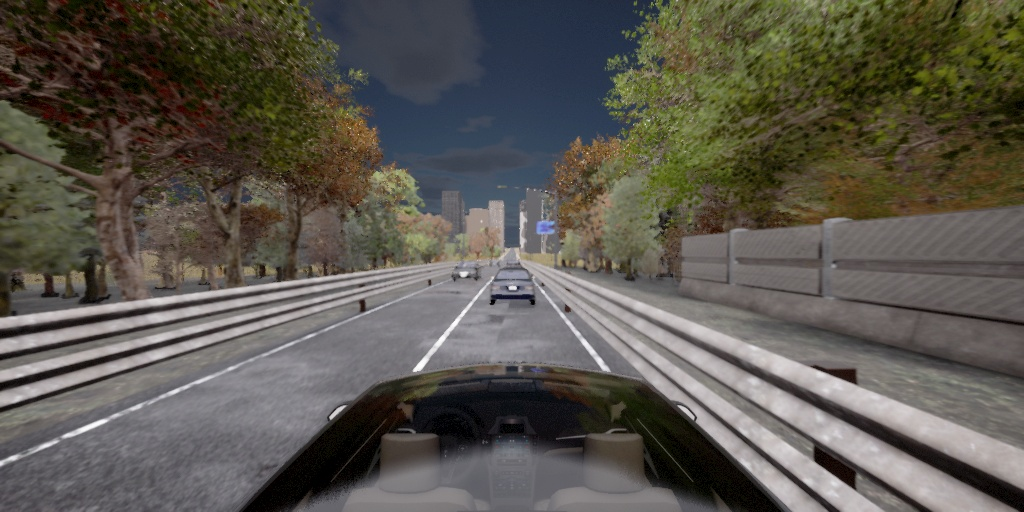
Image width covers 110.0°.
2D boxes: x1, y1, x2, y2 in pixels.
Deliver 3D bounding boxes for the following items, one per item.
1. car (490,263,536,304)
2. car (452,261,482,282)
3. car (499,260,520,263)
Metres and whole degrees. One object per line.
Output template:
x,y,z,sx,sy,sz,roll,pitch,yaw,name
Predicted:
0.043,1.193,15.538,2.033,1.411,5.357,0,0,1,car
-3.337,1.108,27.328,2.128,1.511,4.902,0,0,0,car
0.095,1.125,36.875,2.128,1.511,4.902,0,0,0,car
